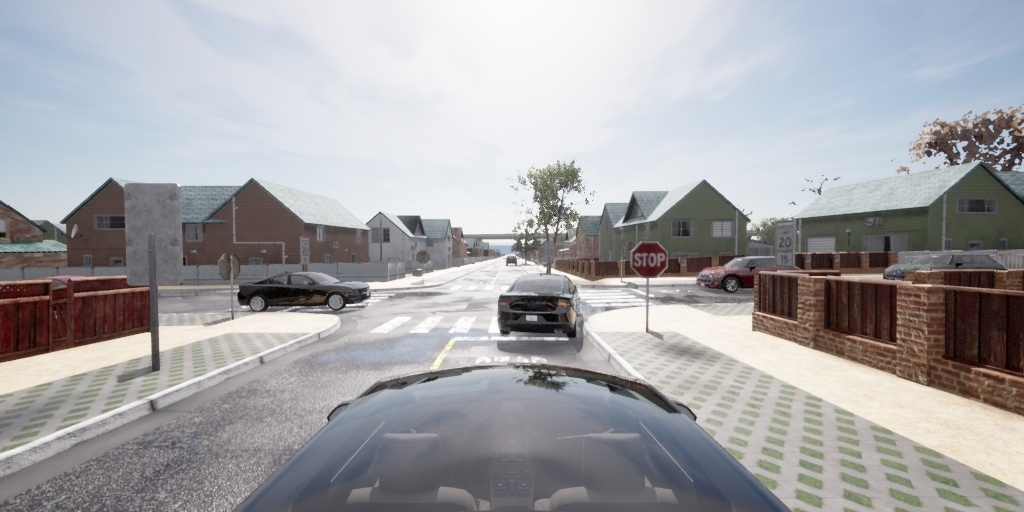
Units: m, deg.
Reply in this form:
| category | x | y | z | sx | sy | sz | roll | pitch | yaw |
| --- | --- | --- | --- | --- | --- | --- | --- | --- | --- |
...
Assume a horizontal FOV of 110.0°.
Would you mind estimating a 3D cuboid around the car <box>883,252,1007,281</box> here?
| category | x | y | z | sx | sy | sz | roll | pitch | yaw |
| --- | --- | --- | --- | --- | --- | --- | --- | --- | --- |
| car | 21.681 | 0.645 | 18.059 | 4.553 | 1.767 | 2.097 | -1 | 2 | 0 |

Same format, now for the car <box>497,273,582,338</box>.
| category | x | y | z | sx | sy | sz | roll | pitch | yaw |
| --- | --- | --- | --- | --- | --- | --- | --- | --- | --- |
| car | 0.947 | 1.224 | 10.351 | 1.882 | 1.535 | 5.008 | 0 | 0 | 12 |

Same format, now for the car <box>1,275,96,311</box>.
| category | x | y | z | sx | sy | sz | roll | pitch | yaw |
| --- | --- | --- | --- | --- | --- | --- | --- | --- | --- |
| car | -18.038 | 1.546 | 14.791 | 5.008 | 1.535 | 1.882 | -1 | 2 | 0 |

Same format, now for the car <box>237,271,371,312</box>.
| category | x | y | z | sx | sy | sz | roll | pitch | yaw |
| --- | --- | --- | --- | --- | --- | --- | --- | --- | --- |
| car | -8.485 | 1.376 | 14.866 | 5.008 | 1.535 | 1.882 | -1 | 2 | 0 |

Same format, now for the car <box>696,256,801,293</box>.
| category | x | y | z | sx | sy | sz | roll | pitch | yaw |
| --- | --- | --- | --- | --- | --- | --- | --- | --- | --- |
| car | 11.786 | 0.820 | 17.975 | 4.553 | 1.767 | 2.097 | -1 | 2 | 0 |
